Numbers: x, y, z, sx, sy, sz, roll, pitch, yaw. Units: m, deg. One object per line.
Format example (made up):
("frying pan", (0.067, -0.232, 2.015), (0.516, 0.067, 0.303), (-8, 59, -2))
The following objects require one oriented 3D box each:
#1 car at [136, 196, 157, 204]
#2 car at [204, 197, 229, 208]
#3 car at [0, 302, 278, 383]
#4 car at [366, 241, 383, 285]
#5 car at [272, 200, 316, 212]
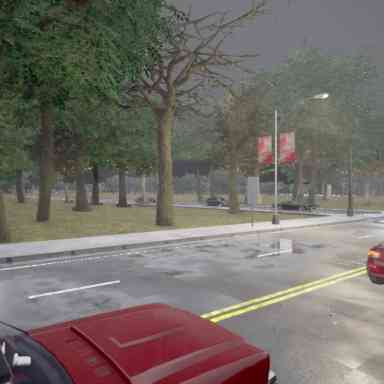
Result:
("car", (-8.831, 1.508, 63.492), (2.033, 1.411, 5.357), (0, 0, -38))
("car", (3.720, 1.477, 47.440), (1.837, 1.490, 4.892), (0, 0, -38))
("car", (-1.524, 1.601, 2.273), (4.718, 1.301, 1.895), (0, 0, -38))
("car", (6.053, 1.527, 8.268), (4.674, 1.442, 1.812), (0, 0, -38))
("car", (11.526, 1.587, 37.544), (1.895, 1.301, 4.718), (0, 0, -38))
